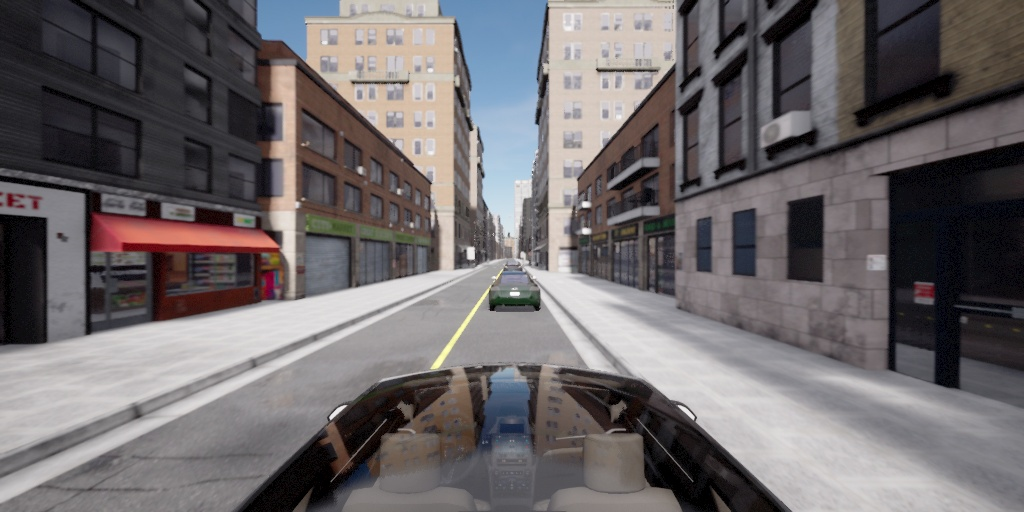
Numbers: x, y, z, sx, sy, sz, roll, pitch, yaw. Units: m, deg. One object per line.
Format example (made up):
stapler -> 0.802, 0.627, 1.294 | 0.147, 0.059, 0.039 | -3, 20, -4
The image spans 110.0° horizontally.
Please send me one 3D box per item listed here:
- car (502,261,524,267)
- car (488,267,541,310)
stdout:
car -> 0.097, 1.219, 35.142 | 2.128, 1.511, 4.902 | 0, 0, 0
car -> 0.099, 1.305, 14.692 | 1.994, 1.385, 4.181 | 0, 0, 0
